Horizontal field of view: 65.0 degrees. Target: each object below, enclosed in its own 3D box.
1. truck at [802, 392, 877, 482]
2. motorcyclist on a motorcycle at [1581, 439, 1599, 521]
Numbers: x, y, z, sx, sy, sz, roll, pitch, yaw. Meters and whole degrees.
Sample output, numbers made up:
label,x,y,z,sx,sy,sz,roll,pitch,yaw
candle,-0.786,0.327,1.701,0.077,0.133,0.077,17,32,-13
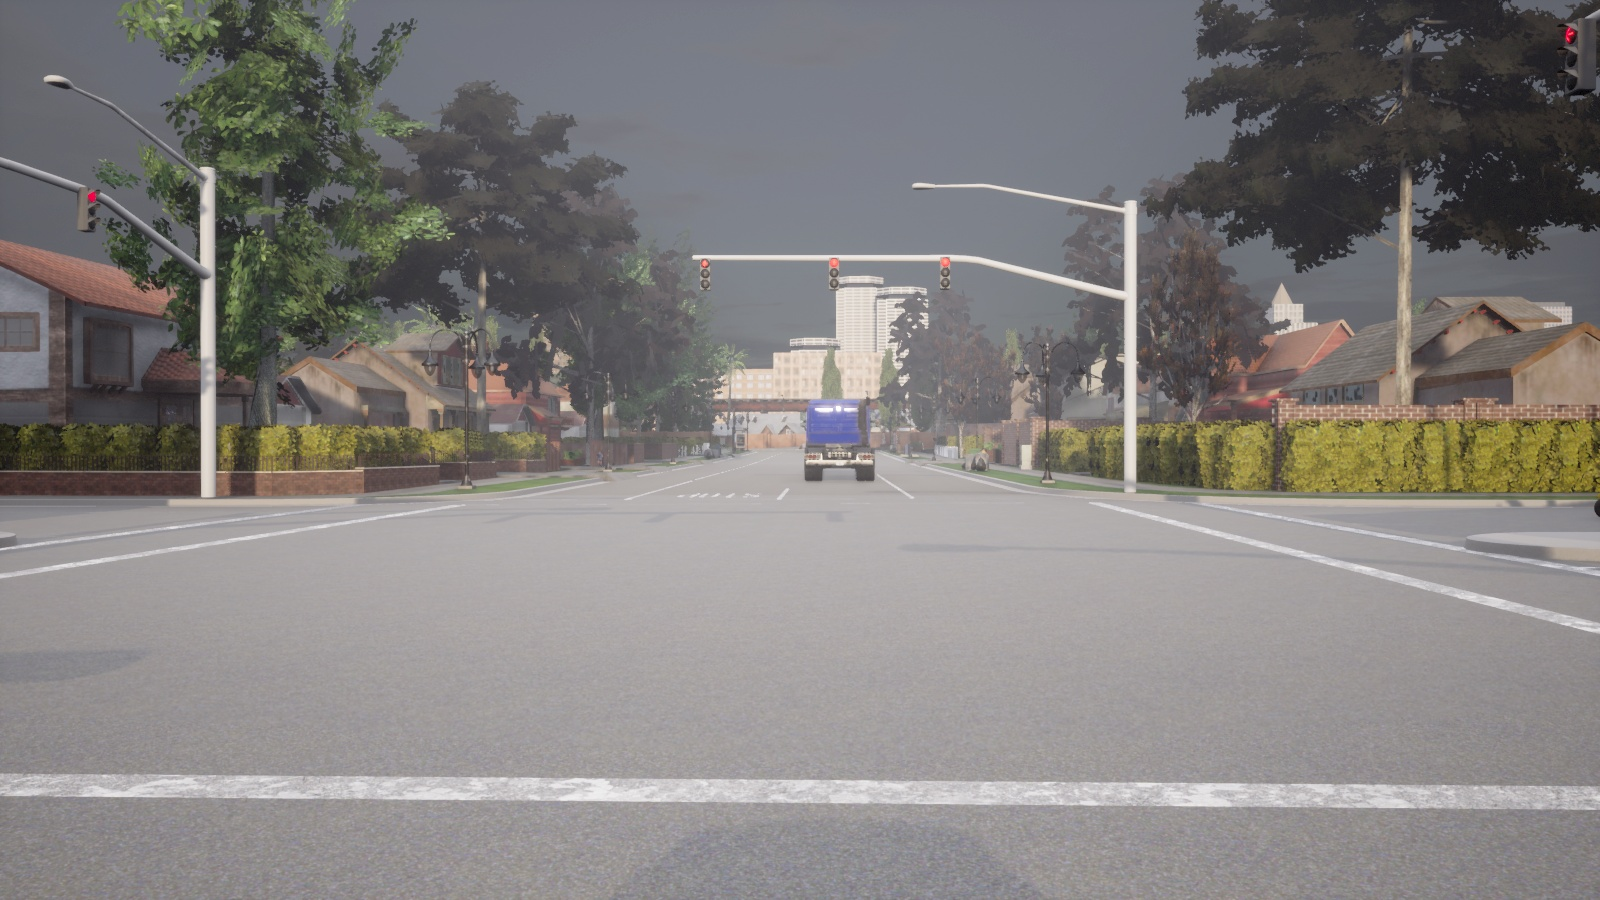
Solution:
label,x,y,z,sx,sy,sz,roll,pitch,yaw
truck,1.618,-0.530,52.456,2.891,3.462,7.936,0,0,1
motorcyclist on a motorcycle,16.364,0.575,24.398,1.817,1.590,0.866,0,0,1
